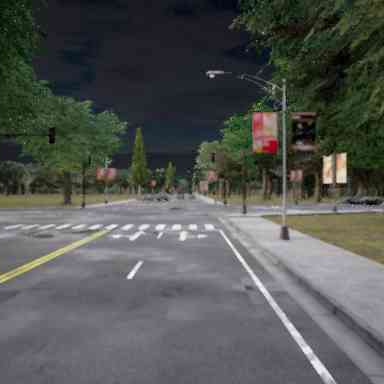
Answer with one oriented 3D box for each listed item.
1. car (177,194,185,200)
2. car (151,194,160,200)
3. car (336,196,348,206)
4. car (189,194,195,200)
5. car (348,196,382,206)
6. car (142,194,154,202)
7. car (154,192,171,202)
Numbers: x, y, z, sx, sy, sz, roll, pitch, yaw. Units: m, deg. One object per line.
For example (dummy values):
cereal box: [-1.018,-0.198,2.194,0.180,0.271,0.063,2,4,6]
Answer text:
car: [-3.248,1.359,92.440,2.128,1.511,4.902,0,0,0]
car: [-9.748,1.344,88.783,1.837,1.490,4.892,0,0,0]
car: [26.424,1.487,55.946,4.902,1.511,2.128,0,0,-22]
car: [0.002,1.359,92.439,2.128,1.511,4.902,0,0,0]
car: [27.898,1.463,53.053,5.008,1.535,1.882,0,0,-23]
car: [-9.748,1.214,73.417,2.097,1.767,4.553,0,0,0]
car: [-6.498,1.084,73.360,2.150,2.045,5.566,0,0,0]
